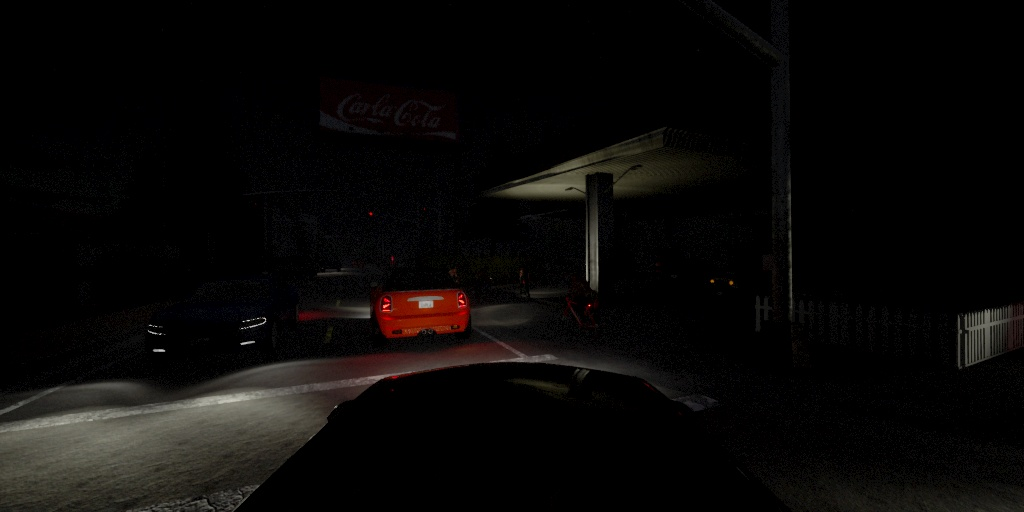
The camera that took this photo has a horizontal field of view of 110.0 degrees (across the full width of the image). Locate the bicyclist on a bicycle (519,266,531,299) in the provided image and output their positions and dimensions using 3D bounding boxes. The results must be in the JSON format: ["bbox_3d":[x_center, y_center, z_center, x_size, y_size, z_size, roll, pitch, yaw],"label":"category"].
[{"bbox_3d":[0.654,1.315,17.937,0.582,1.620,1.656,0,0,16],"label":"bicyclist on a bicycle"}]

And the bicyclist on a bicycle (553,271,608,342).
[{"bbox_3d":[1.640,1.194,8.735,0.582,1.620,1.656,3,-2,-43],"label":"bicyclist on a bicycle"}]

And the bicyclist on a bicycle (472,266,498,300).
[{"bbox_3d":[-1.454,1.322,17.805,1.656,1.620,0.582,1,0,-22],"label":"bicyclist on a bicycle"}]

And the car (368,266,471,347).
[{"bbox_3d":[-2.614,1.041,9.486,2.097,1.767,4.553,0,0,-22],"label":"car"}]

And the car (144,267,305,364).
[{"bbox_3d":[-6.319,1.194,8.387,1.882,1.535,5.008,0,0,-24],"label":"car"}]

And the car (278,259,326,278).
[{"bbox_3d":[-20.279,1.370,32.971,2.128,1.511,4.902,1,1,22],"label":"car"}]

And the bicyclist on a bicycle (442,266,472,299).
[{"bbox_3d":[-2.751,1.295,16.413,1.656,1.620,0.582,1,0,37],"label":"bicyclist on a bicycle"}]

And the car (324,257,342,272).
[{"bbox_3d":[-24.212,1.104,47.997,2.150,2.045,5.566,0,0,-25],"label":"car"}]
